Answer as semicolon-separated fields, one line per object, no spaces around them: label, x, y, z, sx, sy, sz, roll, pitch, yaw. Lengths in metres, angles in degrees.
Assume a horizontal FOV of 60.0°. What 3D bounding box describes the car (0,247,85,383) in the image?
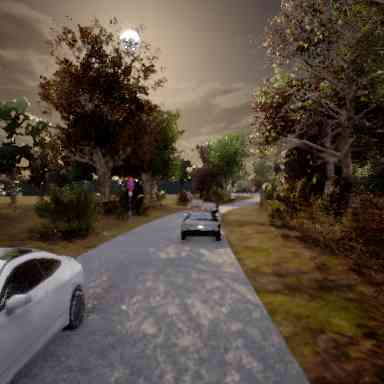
car;-2.789;1.526;4.194;1.812;1.442;4.674;0;0;0

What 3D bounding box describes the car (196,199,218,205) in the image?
car;2.002;1.781;35.907;2.033;1.411;5.357;0;-1;7

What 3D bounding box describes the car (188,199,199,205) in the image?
car;0.668;1.758;47.137;2.097;1.767;4.553;0;-1;10

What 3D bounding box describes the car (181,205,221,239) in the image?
car;0.501;1.610;17.502;1.994;1.385;4.181;0;0;3
